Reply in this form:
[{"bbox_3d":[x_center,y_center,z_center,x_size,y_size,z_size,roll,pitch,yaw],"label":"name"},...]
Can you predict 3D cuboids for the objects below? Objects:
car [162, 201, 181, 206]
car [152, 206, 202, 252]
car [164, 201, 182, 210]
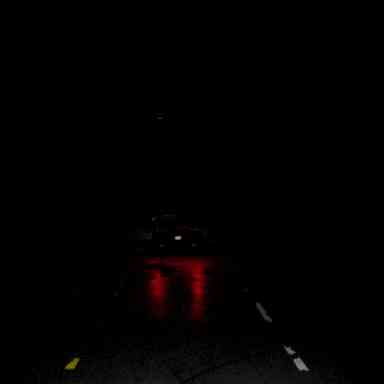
[{"bbox_3d":[-1.888,1.754,29.287,1.837,1.490,4.892,0,-1,-2],"label":"car"},{"bbox_3d":[-0.726,1.569,14.535,1.882,1.535,5.008,0,-1,-5],"label":"car"},{"bbox_3d":[-3.025,2.158,54.305,1.994,1.385,4.181,1,-1,11],"label":"car"}]
